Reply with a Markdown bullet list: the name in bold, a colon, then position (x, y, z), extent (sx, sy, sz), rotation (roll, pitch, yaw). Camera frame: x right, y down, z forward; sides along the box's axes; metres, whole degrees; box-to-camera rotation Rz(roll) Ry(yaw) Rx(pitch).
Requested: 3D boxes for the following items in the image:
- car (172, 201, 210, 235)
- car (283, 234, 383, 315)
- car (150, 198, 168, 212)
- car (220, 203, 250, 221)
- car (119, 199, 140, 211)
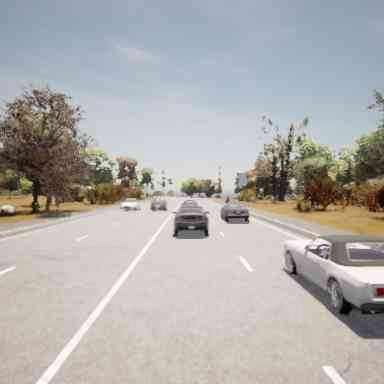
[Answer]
- **car**: position (-0.048, 1.508, 18.921), extent (1.837, 1.490, 4.892), rotation (0, 0, -1)
- **car**: position (3.550, 1.599, 7.517), extent (1.895, 1.301, 4.718), rotation (0, 0, 0)
- **car**: position (-3.932, 1.501, 39.921), extent (2.128, 1.511, 4.902), rotation (0, 0, 0)
- **car**: position (3.381, 1.549, 26.808), extent (2.033, 1.411, 5.357), rotation (0, 0, -1)
- **car**: position (-7.436, 1.538, 40.207), extent (1.812, 1.442, 4.674), rotation (0, 0, 0)
